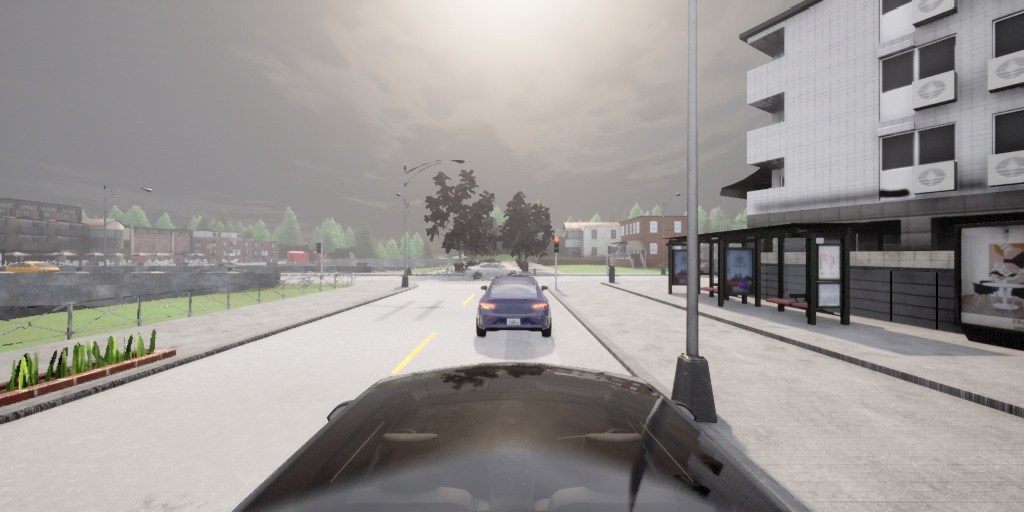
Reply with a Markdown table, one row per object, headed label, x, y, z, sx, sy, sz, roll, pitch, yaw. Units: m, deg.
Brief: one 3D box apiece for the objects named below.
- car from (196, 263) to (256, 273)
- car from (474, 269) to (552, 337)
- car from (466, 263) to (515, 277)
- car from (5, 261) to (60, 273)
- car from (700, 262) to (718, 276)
| label | x | y | z | sx | sy | sz | roll | pitch | yaw |
| --- | --- | --- | --- | --- | --- | --- | --- | --- | --- |
| car | -24.128 | 1.314 | 30.353 | 4.181 | 1.385 | 1.994 | 0 | 0 | 0 |
| car | 0.063 | 1.276 | 10.161 | 1.812 | 1.442 | 4.674 | 0 | 0 | 1 |
| car | -1.508 | 1.275 | 30.295 | 4.674 | 1.442 | 1.812 | 0 | 0 | 0 |
| car | -40.279 | 1.227 | 30.415 | 5.008 | 1.535 | 1.882 | 0 | 0 | 0 |
| car | 18.904 | 1.297 | 34.431 | 5.357 | 1.411 | 2.033 | 0 | 0 | 0 |
